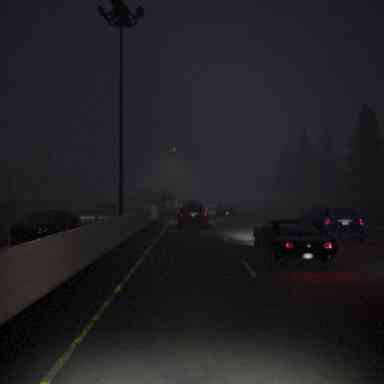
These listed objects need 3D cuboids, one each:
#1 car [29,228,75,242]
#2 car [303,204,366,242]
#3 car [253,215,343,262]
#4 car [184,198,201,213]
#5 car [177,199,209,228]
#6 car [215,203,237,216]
[{"bbox_3d":[-7.122,1.606,16.408,1.882,1.535,5.008,0,0,0],"label":"car"},{"bbox_3d":[7.076,1.489,17.480,2.097,1.767,4.553,0,0,0],"label":"car"},{"bbox_3d":[3.582,1.699,12.504,1.895,1.301,4.718,0,0,0],"label":"car"},{"bbox_3d":[0.043,1.678,41.687,2.097,1.767,4.553,0,0,0],"label":"car"},{"bbox_3d":[0.068,1.536,23.634,2.097,1.767,4.553,0,0,0],"label":"car"},{"bbox_3d":[3.552,1.879,35.682,1.895,1.301,4.718,0,0,0],"label":"car"}]
